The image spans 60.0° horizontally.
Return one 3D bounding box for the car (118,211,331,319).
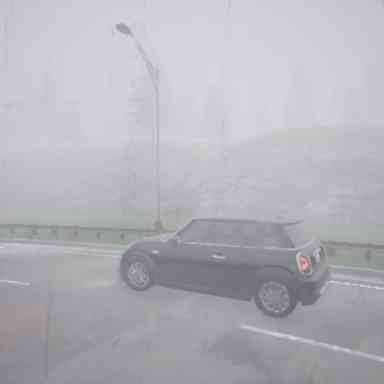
[{"bbox_3d":[0.542,1.272,7.375,4.553,1.767,2.097,0,1,31],"label":"car"}]
